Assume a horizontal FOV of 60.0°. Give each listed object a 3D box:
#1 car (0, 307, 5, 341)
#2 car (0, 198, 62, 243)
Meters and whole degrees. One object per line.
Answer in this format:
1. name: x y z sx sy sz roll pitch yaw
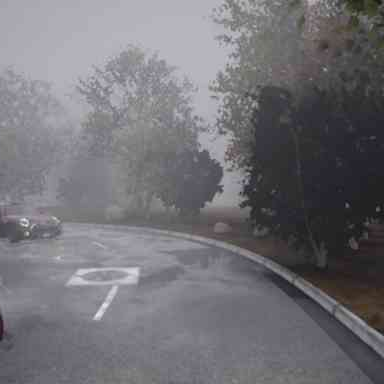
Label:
1. car: -3.441 1.547 2.698 1.994 1.385 4.181 0 0 -1
2. car: -8.232 1.294 15.523 4.553 1.767 2.097 0 -1 30
